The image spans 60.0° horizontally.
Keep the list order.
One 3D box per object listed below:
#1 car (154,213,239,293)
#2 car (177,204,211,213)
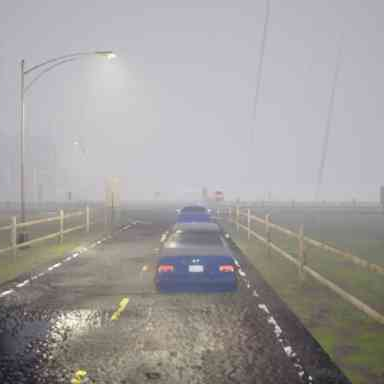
[{"bbox_3d":[0.099,1.539,8.971,2.033,1.411,5.357,0,0,0],"label":"car"},{"bbox_3d":[0.106,1.459,19.772,1.882,1.535,5.008,0,0,0],"label":"car"}]
